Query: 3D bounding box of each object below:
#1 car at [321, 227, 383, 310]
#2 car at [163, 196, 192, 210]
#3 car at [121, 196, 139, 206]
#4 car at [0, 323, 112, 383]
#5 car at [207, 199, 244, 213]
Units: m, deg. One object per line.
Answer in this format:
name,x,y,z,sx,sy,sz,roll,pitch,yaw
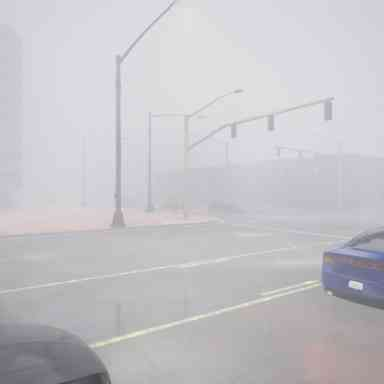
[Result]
car,4.890,1.477,7.235,5.008,1.535,1.882,0,0,-35
car,-1.995,1.353,44.220,2.097,1.767,4.553,0,0,-35
car,-10.689,1.490,56.434,2.128,1.511,4.902,0,0,-35
car,-2.842,1.505,1.727,4.892,1.490,1.837,0,0,-35
car,3.602,1.491,36.379,2.128,1.511,4.902,0,0,-35
